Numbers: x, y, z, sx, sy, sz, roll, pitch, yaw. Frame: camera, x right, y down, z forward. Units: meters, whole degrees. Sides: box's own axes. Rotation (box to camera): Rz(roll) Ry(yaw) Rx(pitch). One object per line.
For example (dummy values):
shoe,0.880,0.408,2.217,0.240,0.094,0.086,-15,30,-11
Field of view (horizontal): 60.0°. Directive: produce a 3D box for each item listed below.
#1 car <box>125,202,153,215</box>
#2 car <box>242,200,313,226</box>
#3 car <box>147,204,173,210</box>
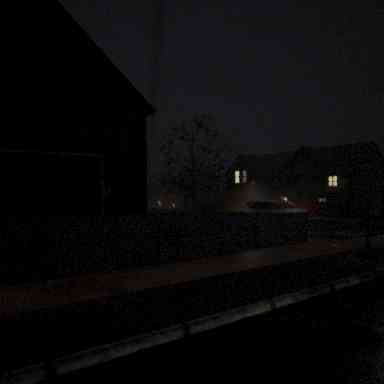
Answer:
car,-7.837,2.341,48.811,2.097,1.767,4.553,-1,-1,-35
car,6.073,1.591,24.511,2.150,2.045,5.566,-1,-1,-36
car,-3.230,2.275,37.437,1.812,1.442,4.674,-1,-1,-36
